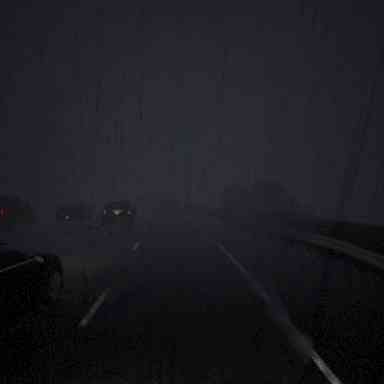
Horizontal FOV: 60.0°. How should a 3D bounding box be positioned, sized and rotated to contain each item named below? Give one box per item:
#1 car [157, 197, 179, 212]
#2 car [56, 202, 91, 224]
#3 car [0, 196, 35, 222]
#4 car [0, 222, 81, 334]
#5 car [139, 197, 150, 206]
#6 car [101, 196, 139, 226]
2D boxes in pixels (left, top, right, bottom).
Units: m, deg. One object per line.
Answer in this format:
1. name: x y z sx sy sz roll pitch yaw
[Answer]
1. car: -2.888 1.374 38.895 2.097 1.767 4.553 0 0 -12
2. car: -8.827 1.517 25.069 2.128 1.511 4.902 0 0 -8
3. car: -11.779 1.249 20.869 2.150 2.045 5.566 0 0 -7
4. car: -3.595 1.500 5.133 2.128 1.511 4.902 0 0 -2
5. car: -8.369 1.517 55.953 1.882 1.535 5.008 0 0 -18
6. car: -5.092 1.371 23.517 2.097 1.767 4.553 0 0 -7
